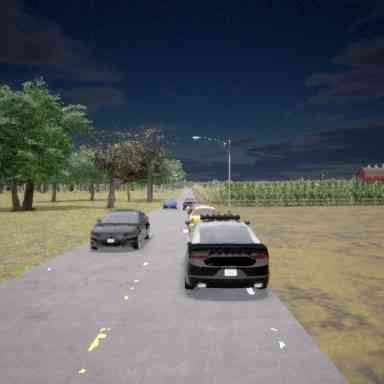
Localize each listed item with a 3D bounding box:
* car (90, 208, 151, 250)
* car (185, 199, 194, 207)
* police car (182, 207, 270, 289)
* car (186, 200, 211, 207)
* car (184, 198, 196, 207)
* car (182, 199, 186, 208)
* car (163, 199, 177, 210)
[{"bbox_3d":[-2.947,1.493,14.517,1.882,1.535,5.008,0,0,0],"label":"car"},{"bbox_3d":[0.650,1.537,25.197,1.882,1.535,5.008,0,0,0],"label":"car"},{"bbox_3d":[0.762,1.430,9.301,1.930,1.638,5.238,0,0,0],"label":"police car"},{"bbox_3d":[0.691,1.488,19.383,1.801,1.575,5.366,0,0,0],"label":"car"},{"bbox_3d":[-0.421,1.879,60.059,2.033,1.411,5.357,0,0,0],"label":"car"},{"bbox_3d":[-0.313,1.723,46.235,1.837,1.490,4.892,0,-1,0],"label":"car"},{"bbox_3d":[-3.077,1.702,46.892,1.882,1.535,5.008,0,0,0],"label":"car"}]
